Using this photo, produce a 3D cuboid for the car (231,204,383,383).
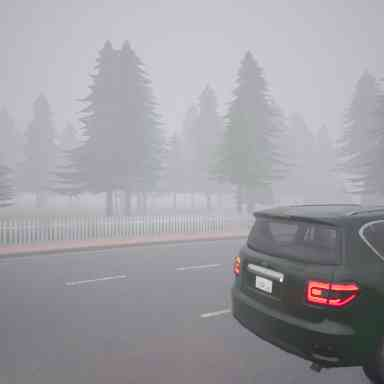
[{"bbox_3d":[3.260,1.222,5.320,5.566,2.045,2.150,0,0,-28],"label":"car"}]
